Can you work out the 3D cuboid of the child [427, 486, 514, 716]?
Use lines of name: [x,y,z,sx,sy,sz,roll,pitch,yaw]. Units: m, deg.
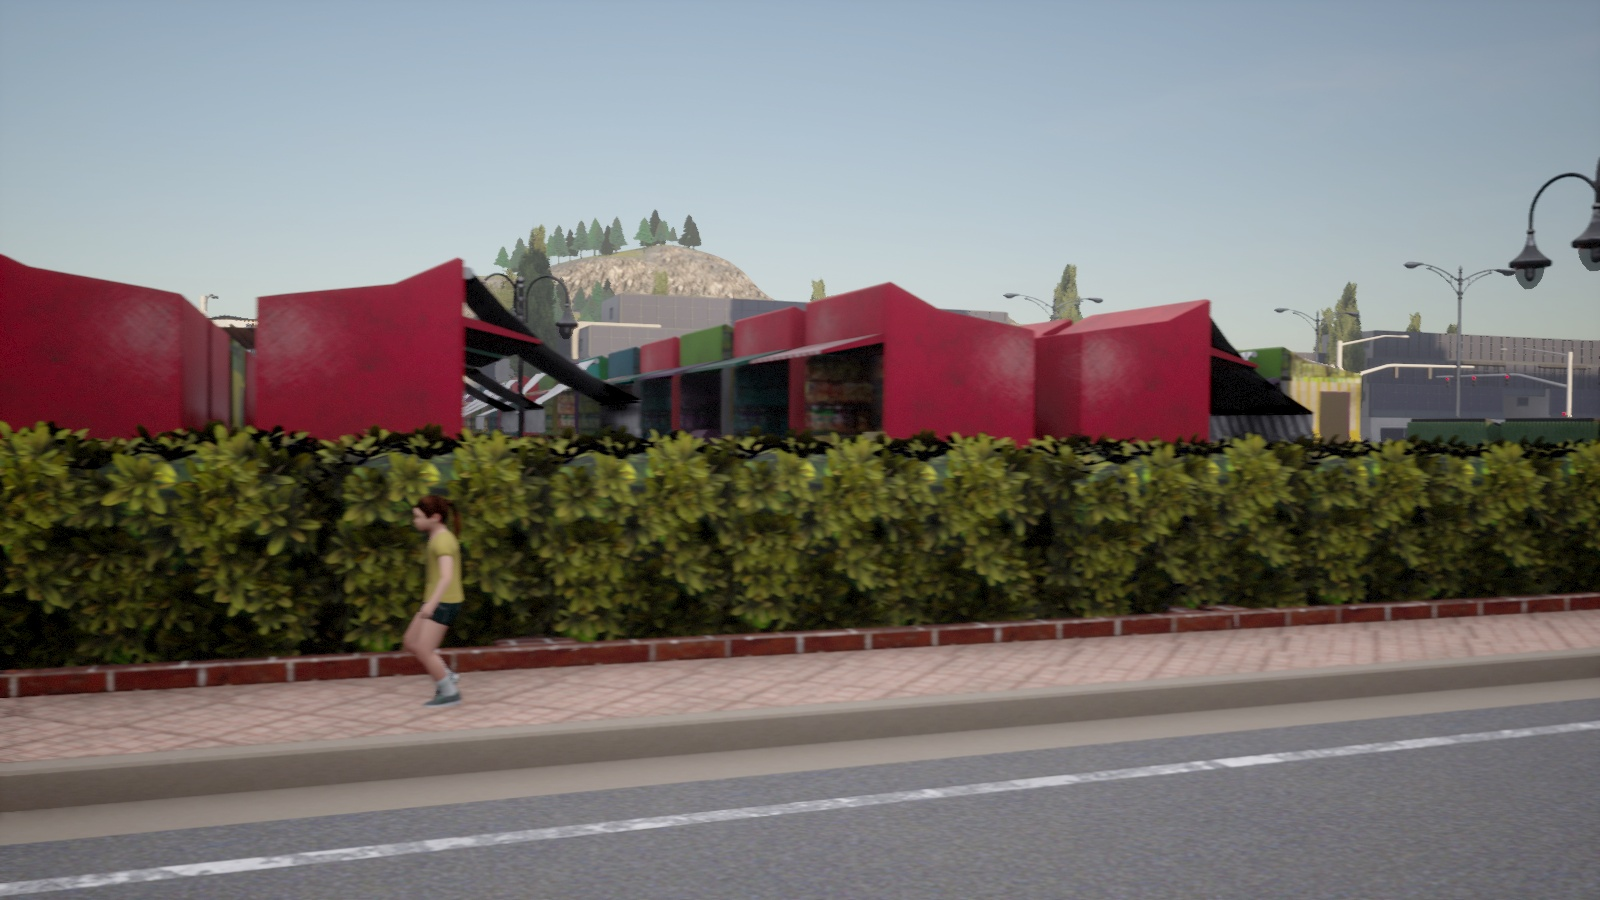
child: [-1.665,0.747,6.335,0.394,1.110,0.255,-1,1,-18]
